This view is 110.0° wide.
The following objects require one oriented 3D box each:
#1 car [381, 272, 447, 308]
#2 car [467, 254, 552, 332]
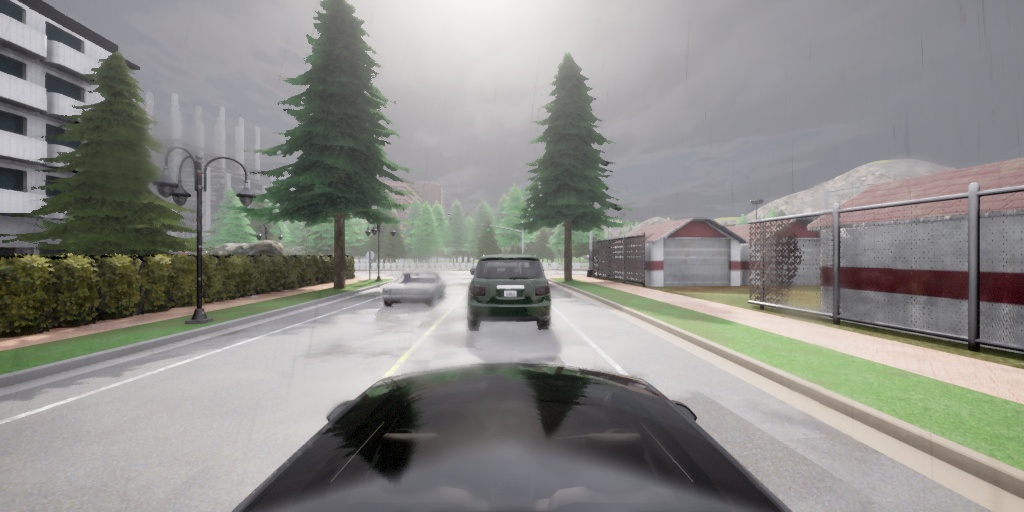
[{"bbox_3d":[-4.001,1.351,15.317,1.895,1.301,4.718,0,0,-3],"label":"car"},{"bbox_3d":[-0.132,0.972,11.041,2.150,2.045,5.566,0,0,-2],"label":"car"}]
